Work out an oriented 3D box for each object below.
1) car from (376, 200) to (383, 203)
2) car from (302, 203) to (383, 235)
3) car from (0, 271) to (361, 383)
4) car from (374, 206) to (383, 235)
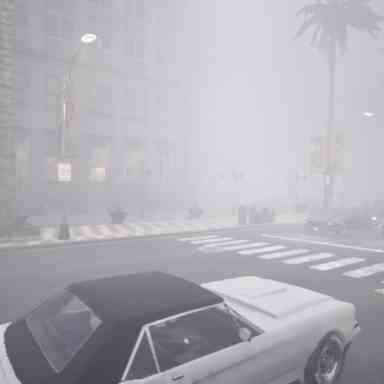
[{"bbox_3d":[16.591,1.449,28.221,4.786,1.482,2.161,0,0,-36],"label":"car"},{"bbox_3d":[8.529,1.509,18.670,5.357,1.411,2.033,0,0,-35],"label":"car"},{"bbox_3d":[-0.206,1.597,3.598,4.718,1.301,1.895,0,0,-35],"label":"car"},{"bbox_3d":[11.293,1.508,16.375,5.357,1.411,2.033,0,0,-39],"label":"car"}]
